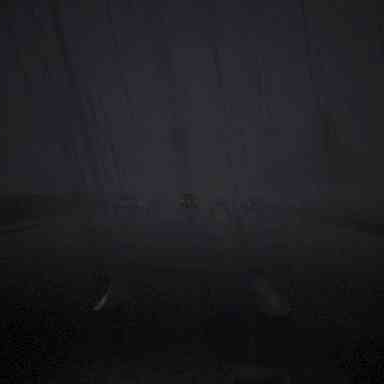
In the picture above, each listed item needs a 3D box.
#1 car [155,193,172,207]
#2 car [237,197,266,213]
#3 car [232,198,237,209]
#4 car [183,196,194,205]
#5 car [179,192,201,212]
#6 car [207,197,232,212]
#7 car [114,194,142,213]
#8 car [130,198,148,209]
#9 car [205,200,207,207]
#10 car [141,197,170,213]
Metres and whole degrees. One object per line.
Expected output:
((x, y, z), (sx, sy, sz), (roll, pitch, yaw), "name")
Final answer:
((-4.023, 1.208, 46.364), (2.150, 2.045, 5.566), (0, 0, 0), "car")
((6.607, 1.343, 36.183), (2.097, 1.767, 4.553), (0, 0, 0), "car")
((6.486, 1.534, 45.495), (2.033, 1.411, 5.357), (0, 0, 0), "car")
((-0.583, 1.461, 58.162), (1.882, 1.535, 5.008), (0, 0, -1), "car")
((-0.360, 1.204, 39.322), (2.150, 2.045, 5.566), (0, -1, -1), "car")
((3.124, 1.491, 38.453), (1.837, 1.490, 4.892), (0, -1, 0), "car")
((-7.340, 1.204, 37.650), (2.150, 2.045, 5.566), (0, -1, -1), "car")
((-7.510, 1.587, 47.463), (1.895, 1.301, 4.718), (0, 0, 0), "car")
((2.983, 1.491, 48.063), (1.837, 1.490, 4.892), (0, 0, 0), "car")
((-3.824, 1.536, 36.090), (2.033, 1.411, 5.357), (0, 0, 0), "car")
